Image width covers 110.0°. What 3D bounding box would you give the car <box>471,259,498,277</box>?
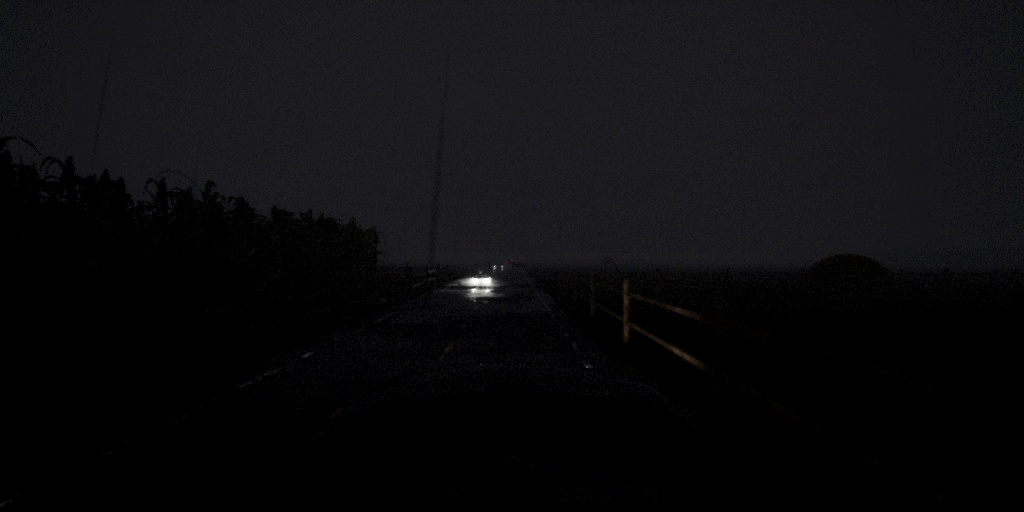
[{"bbox_3d":[-2.837,1.235,34.845,2.128,1.511,4.902,0,0,0],"label":"car"}]

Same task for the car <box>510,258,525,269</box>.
[{"bbox_3d":[0.968,1.211,56.094,1.882,1.535,5.008,0,0,0],"label":"car"}]
